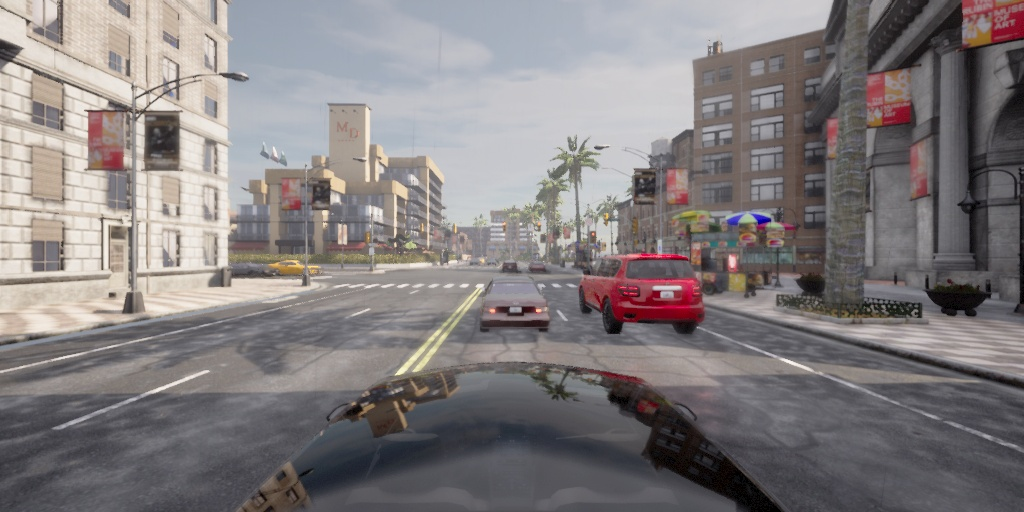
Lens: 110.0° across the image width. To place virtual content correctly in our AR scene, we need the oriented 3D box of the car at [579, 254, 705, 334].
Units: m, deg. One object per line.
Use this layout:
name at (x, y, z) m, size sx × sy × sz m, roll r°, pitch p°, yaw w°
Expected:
car at (3.501, 0.967, 10.779) m, size 2.150 × 2.045 × 5.566 m, roll 0°, pitch 0°, yaw 0°

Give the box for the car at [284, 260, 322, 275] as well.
car at (-22.074, 1.210, 36.511) m, size 5.008 × 1.535 × 1.882 m, roll 0°, pitch 0°, yaw -1°

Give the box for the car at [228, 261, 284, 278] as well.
car at (-24.577, 1.282, 32.962) m, size 5.357 × 1.411 × 2.033 m, roll 0°, pitch 0°, yaw -1°

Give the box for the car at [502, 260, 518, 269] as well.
car at (-0.282, 1.205, 47.590) m, size 1.882 × 1.535 × 5.008 m, roll 0°, pitch 0°, yaw 0°

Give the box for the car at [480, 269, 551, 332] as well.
car at (0.015, 1.293, 10.833) m, size 2.033 × 1.411 × 5.357 m, roll 0°, pitch 0°, yaw -2°

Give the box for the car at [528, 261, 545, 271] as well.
car at (3.225, 1.291, 46.852) m, size 1.994 × 1.385 × 4.181 m, roll 0°, pitch 0°, yaw 0°
